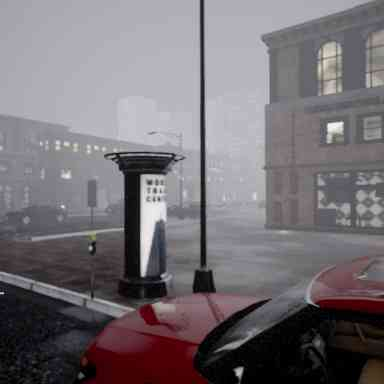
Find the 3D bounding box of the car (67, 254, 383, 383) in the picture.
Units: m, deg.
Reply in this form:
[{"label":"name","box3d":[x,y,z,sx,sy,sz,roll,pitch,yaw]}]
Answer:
[{"label":"car","box3d":[1.405,1.314,1.868,5.009,1.841,2.192,0,0,36]}]

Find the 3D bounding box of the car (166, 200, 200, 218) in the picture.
[{"label":"car","box3d":[-1.095,1.805,32.612,1.887,1.381,4.507,-1,-1,35]}]

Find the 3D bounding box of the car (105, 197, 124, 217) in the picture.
[{"label":"car","box3d":[-6.492,1.514,35.100,2.150,2.045,5.566,0,-1,36]}]

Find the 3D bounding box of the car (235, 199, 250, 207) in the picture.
[{"label":"car","box3d":[8.051,2.011,60.012,2.008,1.369,4.403,-1,-1,35]}]

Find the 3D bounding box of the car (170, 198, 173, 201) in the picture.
[{"label":"car","box3d":[-4.862,1.866,41.863,1.752,1.417,4.829,-1,-1,35]}]

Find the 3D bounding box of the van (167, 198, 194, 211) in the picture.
[{"label":"van","box3d":[-1.561,1.711,46.506,1.690,1.788,3.998,-1,-1,35]}]

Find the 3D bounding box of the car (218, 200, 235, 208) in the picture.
[{"label":"car","box3d":[4.749,1.954,55.371,1.752,1.417,4.829,-1,-1,35]}]

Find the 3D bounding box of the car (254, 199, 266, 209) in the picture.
[{"label":"car","box3d":[11.675,1.815,50.653,1.967,1.590,4.097,-1,-1,35]}]

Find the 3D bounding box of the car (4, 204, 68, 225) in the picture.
[{"label":"car","box3d":[-12.417,1.750,26.809,1.837,1.490,4.892,0,-1,34]}]

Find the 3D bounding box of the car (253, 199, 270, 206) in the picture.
[{"label":"car","box3d":[14.459,2.074,69.017,2.008,1.369,4.403,-1,-1,35]}]

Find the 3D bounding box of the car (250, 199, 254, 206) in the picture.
[{"label":"car","box3d":[11.255,2.042,64.514,2.008,1.369,4.403,-1,-1,35]}]

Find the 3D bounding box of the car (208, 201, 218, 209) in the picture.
[{"label":"car","box3d":[1.644,1.950,51.006,2.008,1.369,4.403,-1,-1,35]}]

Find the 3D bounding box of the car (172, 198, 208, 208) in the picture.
[{"label":"car","box3d":[-0.537,1.835,43.444,2.128,1.511,4.902,0,-1,36]}]
